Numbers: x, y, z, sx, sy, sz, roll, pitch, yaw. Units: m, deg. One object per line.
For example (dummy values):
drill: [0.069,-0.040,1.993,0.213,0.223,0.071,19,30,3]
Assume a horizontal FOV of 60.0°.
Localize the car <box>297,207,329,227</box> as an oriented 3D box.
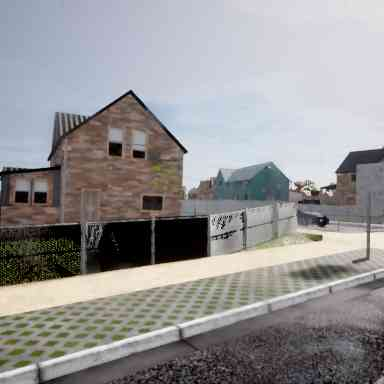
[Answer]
car: [7.571,1.724,23.602,1.994,1.385,4.181,3,-2,-28]
